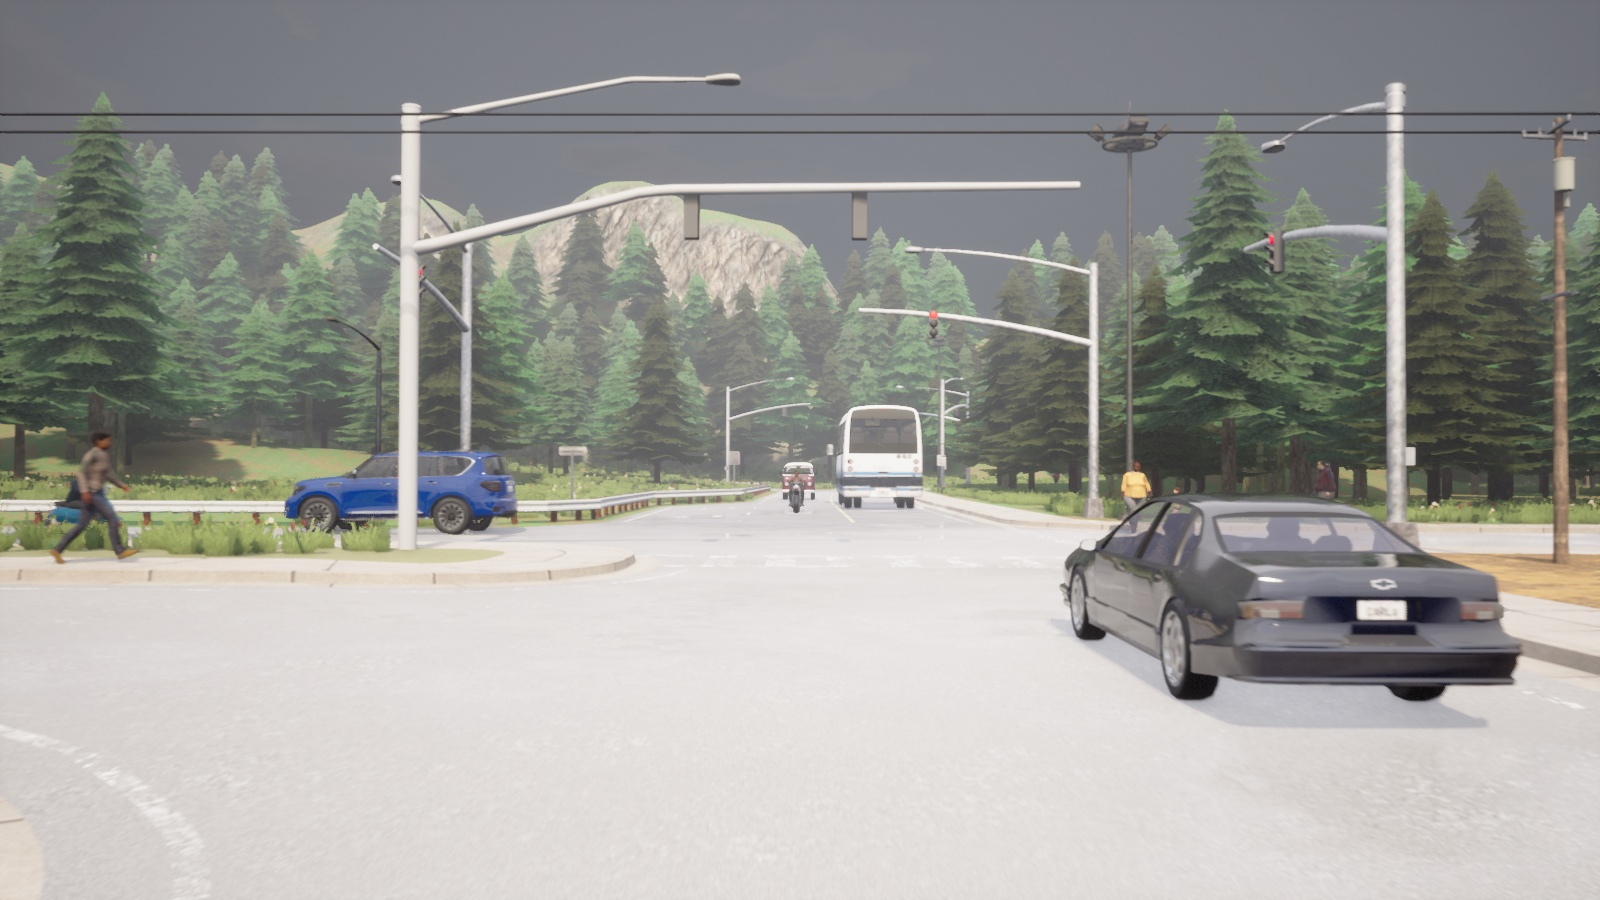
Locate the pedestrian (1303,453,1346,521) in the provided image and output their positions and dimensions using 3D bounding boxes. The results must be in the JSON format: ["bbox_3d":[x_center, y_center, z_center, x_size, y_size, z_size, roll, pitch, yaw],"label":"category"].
[{"bbox_3d":[14.369,1.015,34.420,0.899,1.844,0.634,0,-1,-1],"label":"pedestrian"}]

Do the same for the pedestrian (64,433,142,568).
[{"bbox_3d":[-9.473,0.677,17.087,0.869,1.805,0.328,0,-1,-19],"label":"pedestrian"}]

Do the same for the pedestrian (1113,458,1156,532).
[{"bbox_3d":[8.522,1.129,32.017,0.874,1.855,0.900,0,-1,1],"label":"pedestrian"}]

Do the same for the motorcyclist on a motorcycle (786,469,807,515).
[{"bbox_3d":[-0.119,1.556,47.215,0.766,1.649,2.350,0,-1,0],"label":"motorcyclist on a motorcycle"}]

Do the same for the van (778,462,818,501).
[{"bbox_3d":[-0.054,1.684,68.462,2.069,2.038,4.480,0,-1,1],"label":"van"}]

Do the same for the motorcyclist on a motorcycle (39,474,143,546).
[{"bbox_3d":[-15.822,1.328,28.048,1.817,1.590,0.866,0,-1,1],"label":"motorcyclist on a motorcycle"}]

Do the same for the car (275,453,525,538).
[{"bbox_3d":[-9.943,1.128,31.499,5.566,2.045,2.150,0,-1,2],"label":"car"}]

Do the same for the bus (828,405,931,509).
[{"bbox_3d":[3.354,0.368,56.370,3.944,4.253,10.273,0,-1,0],"label":"bus"}]

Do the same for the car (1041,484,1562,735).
[{"bbox_3d":[3.477,1.014,10.094,2.033,1.411,5.357,0,-1,0],"label":"car"}]
